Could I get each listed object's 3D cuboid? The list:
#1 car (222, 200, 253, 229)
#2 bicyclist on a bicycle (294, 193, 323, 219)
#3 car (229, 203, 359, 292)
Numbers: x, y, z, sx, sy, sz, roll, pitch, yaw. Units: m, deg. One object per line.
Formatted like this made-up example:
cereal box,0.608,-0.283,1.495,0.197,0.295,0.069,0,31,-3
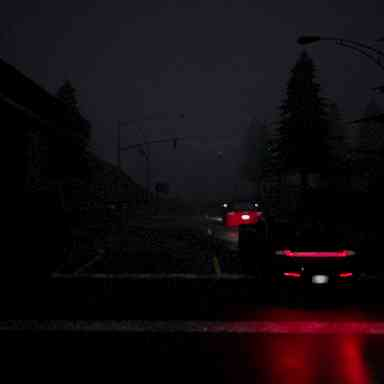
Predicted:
car,2.713,1.144,18.209,1.994,1.385,4.181,-1,2,3
bicyclist on a bicycle,6.563,0.860,18.801,1.656,1.620,0.582,0,1,2
car,2.291,1.250,8.263,2.128,1.511,4.902,0,2,1
